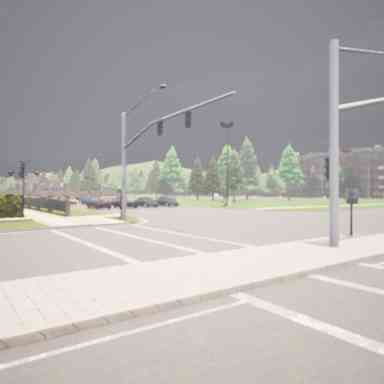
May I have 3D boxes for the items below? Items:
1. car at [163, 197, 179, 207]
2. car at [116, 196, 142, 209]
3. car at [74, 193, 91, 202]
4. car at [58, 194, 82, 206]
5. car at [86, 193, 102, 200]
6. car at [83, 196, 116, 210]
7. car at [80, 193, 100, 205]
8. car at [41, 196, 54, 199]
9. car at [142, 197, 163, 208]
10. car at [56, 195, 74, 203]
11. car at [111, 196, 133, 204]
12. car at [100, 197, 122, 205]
[{"bbox_3d":[-3.796,1.466,49.421,1.837,1.490,4.892,0,1,-36],"label":"car"},{"bbox_3d":[-9.044,1.574,44.730,1.895,1.301,4.718,0,0,-36],"label":"car"},{"bbox_3d":[-23.115,1.190,70.069,2.097,1.767,4.553,0,0,-36],"label":"car"},{"bbox_3d":[-20.001,1.457,53.810,1.882,1.535,5.008,0,1,-36],"label":"car"},{"bbox_3d":[-22.075,1.078,74.577,1.837,1.490,4.892,0,0,-36],"label":"car"},{"bbox_3d":[-11.992,1.579,42.831,1.895,1.301,4.718,0,0,-36],"label":"car"},{"bbox_3d":[-16.977,1.451,55.609,1.882,1.535,5.008,0,1,-36],"label":"car"},{"bbox_3d":[-28.808,1.389,65.995,1.994,1.385,4.181,0,0,-36],"label":"car"},{"bbox_3d":[-6.527,1.471,47.222,1.837,1.490,4.892,0,1,-36],"label":"car"},{"bbox_3d":[-26.033,1.365,68.130,2.033,1.411,5.357,0,0,-36],"label":"car"},{"bbox_3d":[-13.198,1.456,62.351,2.128,1.511,4.902,0,0,-36],"label":"car"},{"bbox_3d":[-14.059,1.569,57.556,1.895,1.301,4.718,0,0,-36],"label":"car"}]
